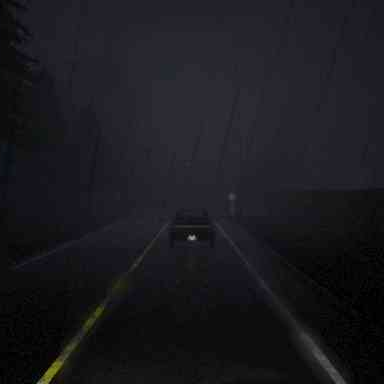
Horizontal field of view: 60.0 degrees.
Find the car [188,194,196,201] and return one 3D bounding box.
[{"bbox_3d":[0.000,1.338,81.628,2.128,1.511,4.902,0,0,0],"label":"car"}]

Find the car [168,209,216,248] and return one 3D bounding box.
[{"bbox_3d":[0.000,1.493,14.650,2.128,1.511,4.902,0,0,0],"label":"car"}]

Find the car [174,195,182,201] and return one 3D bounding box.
[{"bbox_3d":[-3.500,1.532,82.805,2.033,1.411,5.357,0,0,0],"label":"car"}]
